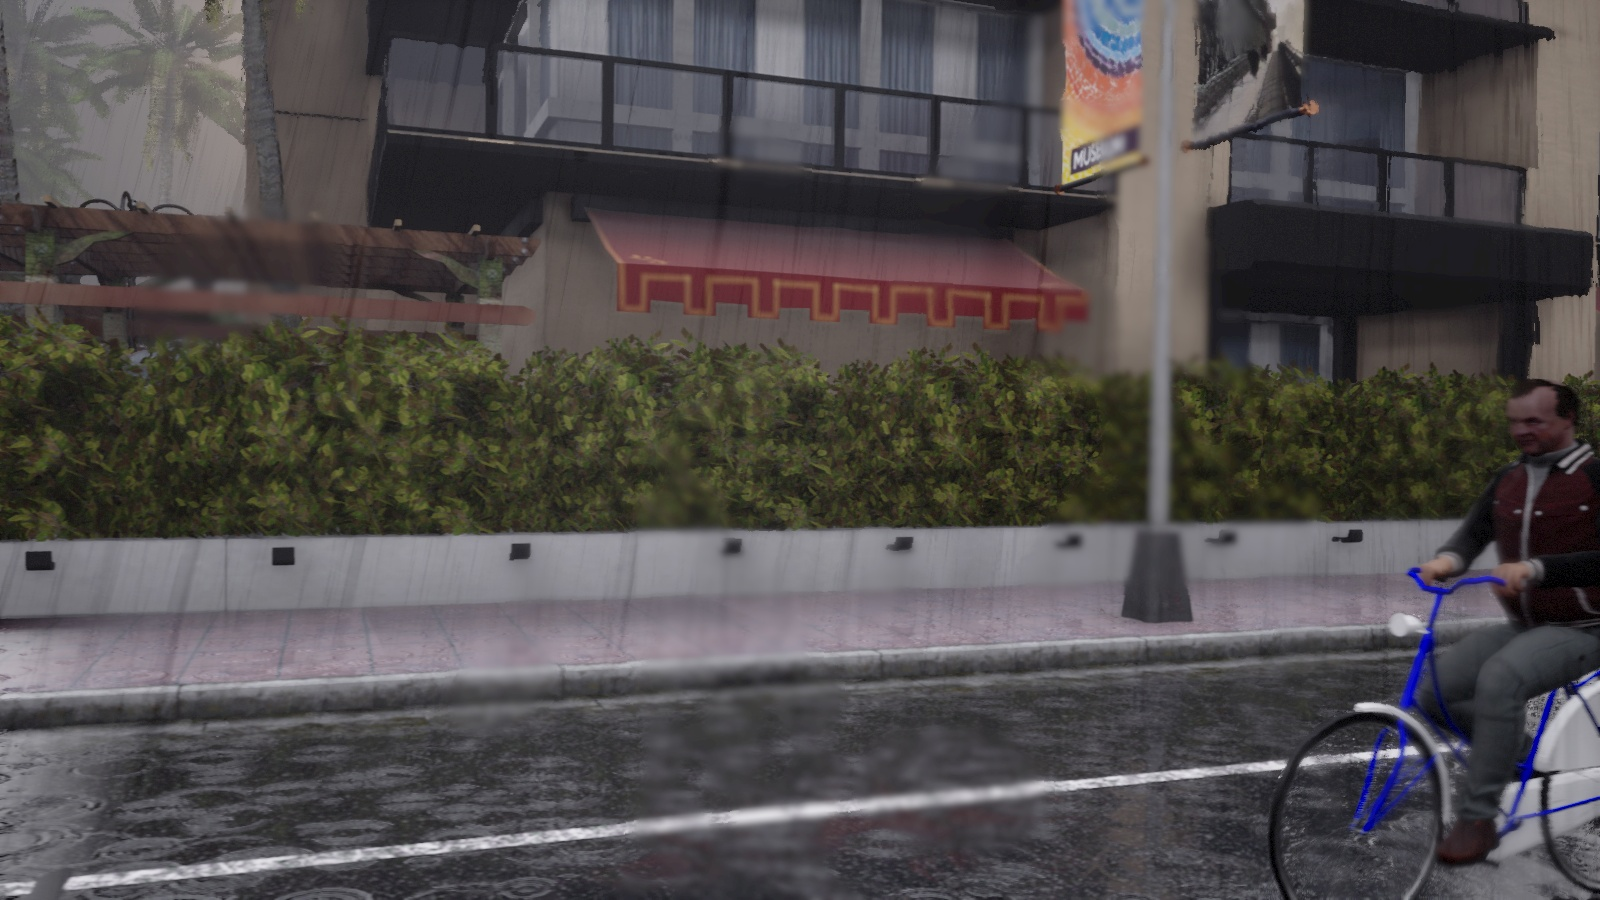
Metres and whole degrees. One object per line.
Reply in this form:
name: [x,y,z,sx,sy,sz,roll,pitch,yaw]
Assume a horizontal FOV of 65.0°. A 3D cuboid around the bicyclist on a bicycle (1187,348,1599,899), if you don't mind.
bicyclist on a bicycle: [2.228,0.598,4.072,1.843,1.776,0.659,-1,1,-21]
